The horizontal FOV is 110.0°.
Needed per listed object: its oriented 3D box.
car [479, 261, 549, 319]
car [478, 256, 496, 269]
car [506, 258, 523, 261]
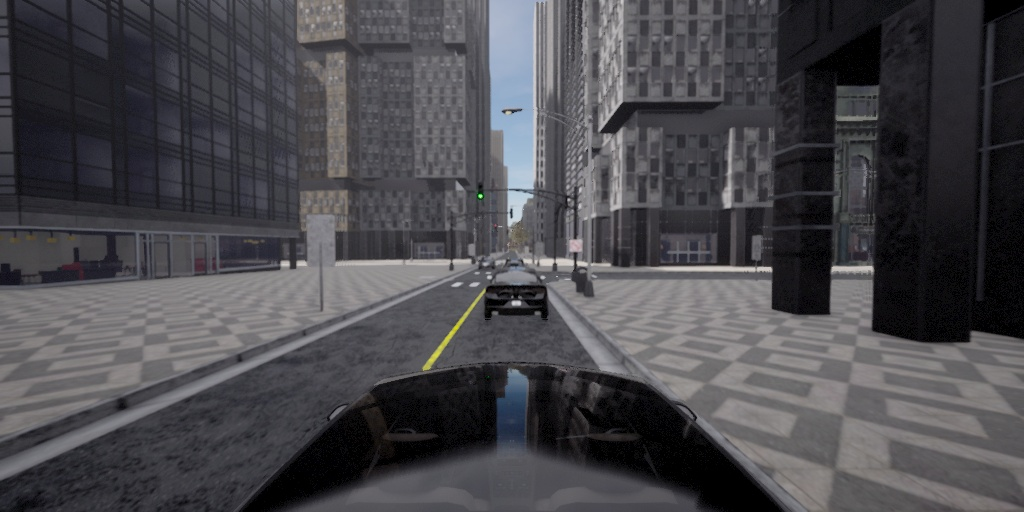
[{"bbox_3d":[0.136,1.093,12.122,1.882,1.535,5.008,0,1,0],"label":"car"},{"bbox_3d":[-2.921,0.774,42.393,2.128,1.511,4.902,0,1,0],"label":"car"},{"bbox_3d":[0.200,0.926,28.348,1.837,1.490,4.892,0,2,0],"label":"car"}]
